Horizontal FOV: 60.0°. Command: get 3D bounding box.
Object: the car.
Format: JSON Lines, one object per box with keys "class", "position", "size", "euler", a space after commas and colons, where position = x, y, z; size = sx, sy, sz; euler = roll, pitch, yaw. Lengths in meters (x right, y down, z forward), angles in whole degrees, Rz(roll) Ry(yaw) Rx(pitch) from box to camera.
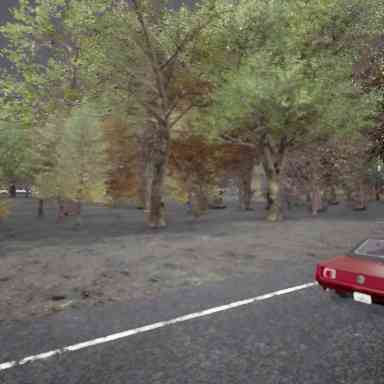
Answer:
{"class": "car", "position": [4.844, 1.595, 7.192], "size": [4.718, 1.301, 1.895], "euler": [0, 0, -35]}
